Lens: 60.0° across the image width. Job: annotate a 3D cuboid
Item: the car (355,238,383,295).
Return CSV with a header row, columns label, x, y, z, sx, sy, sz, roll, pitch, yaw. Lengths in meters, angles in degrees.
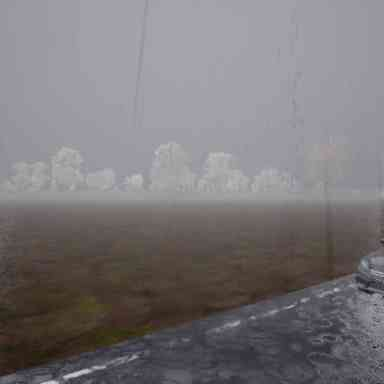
label,x,y,z,sx,sy,sz,roll,pitch,yaw
car,5.598,1.511,7.626,4.674,1.442,1.812,0,0,-38
